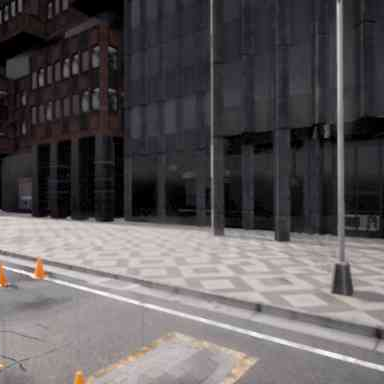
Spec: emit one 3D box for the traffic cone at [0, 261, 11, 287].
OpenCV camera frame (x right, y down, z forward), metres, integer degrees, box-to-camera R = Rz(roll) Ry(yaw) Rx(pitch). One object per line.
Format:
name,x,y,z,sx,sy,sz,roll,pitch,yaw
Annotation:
traffic cone,-4.737,2.011,8.244,0.340,0.580,0.340,0,0,36

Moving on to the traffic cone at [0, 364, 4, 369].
traffic cone,-2.673,1.983,4.277,0.340,0.580,0.340,0,0,36

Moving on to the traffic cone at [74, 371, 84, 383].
traffic cone,-1.053,1.975,3.103,0.340,0.580,0.340,0,0,36

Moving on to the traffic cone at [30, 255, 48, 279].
traffic cone,-4.150,2.015,9.054,0.340,0.580,0.340,0,0,36
